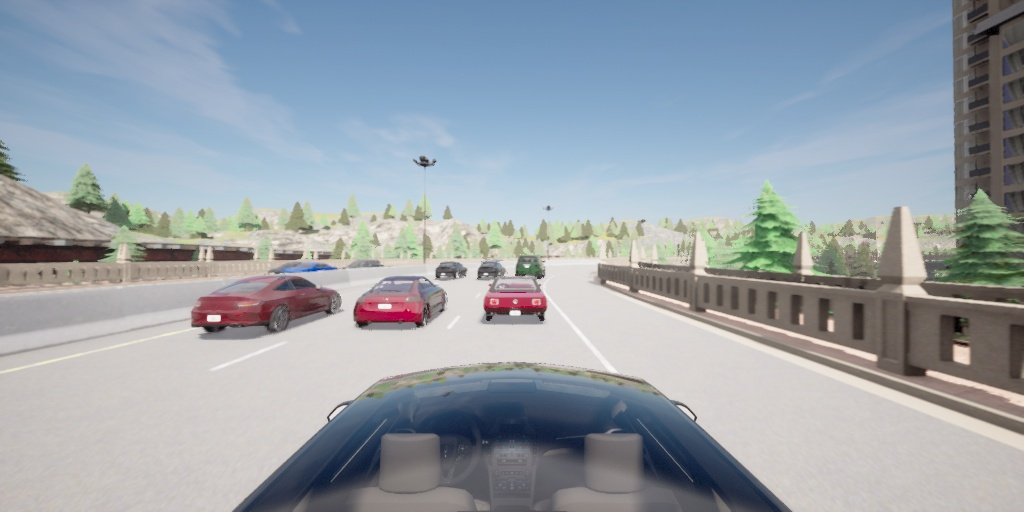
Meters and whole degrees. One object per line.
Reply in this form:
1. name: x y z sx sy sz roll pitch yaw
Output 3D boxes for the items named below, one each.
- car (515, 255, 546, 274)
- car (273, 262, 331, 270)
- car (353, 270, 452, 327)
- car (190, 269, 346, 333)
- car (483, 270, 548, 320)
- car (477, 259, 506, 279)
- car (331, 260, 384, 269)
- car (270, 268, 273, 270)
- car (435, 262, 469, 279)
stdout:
1. car: 1.687 0.953 31.511 2.150 2.045 5.566 0 0 10
2. car: -16.492 1.240 29.351 1.882 1.535 5.008 0 0 8
3. car: -3.395 1.316 11.588 1.994 1.385 4.181 0 0 0
4. car: -6.898 1.278 10.606 1.812 1.442 4.674 0 0 0
5. car: 0.107 1.353 12.549 1.895 1.301 4.718 0 0 0
6. car: -1.740 1.243 31.954 1.837 1.490 4.892 0 0 10
7. car: -12.768 1.110 30.540 2.097 1.767 4.553 0 0 9
8. car: -19.582 1.275 32.310 1.837 1.490 4.892 0 0 9
9. car: -5.283 1.251 31.964 1.837 1.490 4.892 0 0 10
